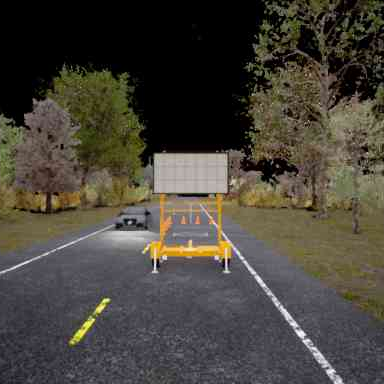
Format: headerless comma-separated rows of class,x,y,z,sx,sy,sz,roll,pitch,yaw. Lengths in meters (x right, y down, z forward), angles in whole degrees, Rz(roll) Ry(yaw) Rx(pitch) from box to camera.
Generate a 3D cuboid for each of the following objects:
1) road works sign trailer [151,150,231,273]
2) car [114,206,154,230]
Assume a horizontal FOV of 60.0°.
road works sign trailer,-0.039,0.469,10.664,2.380,3.560,2.880,0,0,0
car,-3.589,1.579,21.213,1.994,1.385,4.181,0,0,0
